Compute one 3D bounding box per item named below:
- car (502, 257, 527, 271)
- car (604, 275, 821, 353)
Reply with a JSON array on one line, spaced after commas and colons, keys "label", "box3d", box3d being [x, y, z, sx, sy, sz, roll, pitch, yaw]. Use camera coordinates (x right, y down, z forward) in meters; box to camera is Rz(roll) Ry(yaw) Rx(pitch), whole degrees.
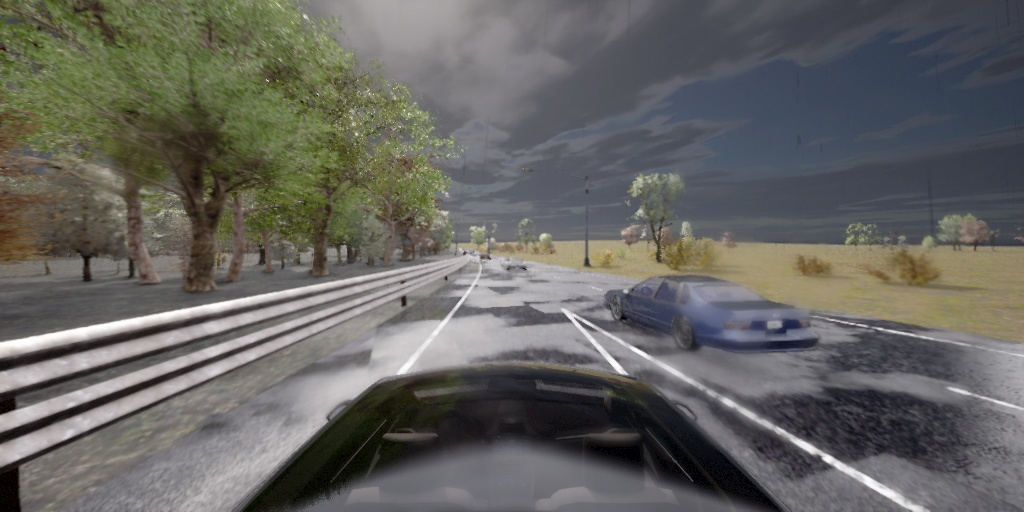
[{"label": "car", "box3d": [0.143, 0.727, 34.243, 1.895, 1.301, 4.718, 0, 1, -9]}, {"label": "car", "box3d": [4.038, 1.153, 8.502, 2.033, 1.411, 5.357, 0, 1, -9]}]
